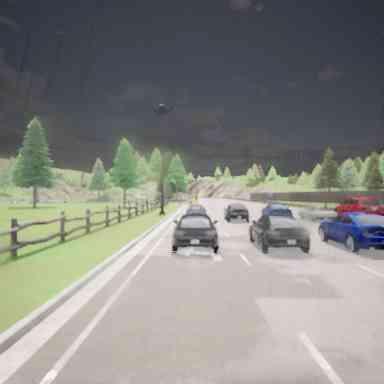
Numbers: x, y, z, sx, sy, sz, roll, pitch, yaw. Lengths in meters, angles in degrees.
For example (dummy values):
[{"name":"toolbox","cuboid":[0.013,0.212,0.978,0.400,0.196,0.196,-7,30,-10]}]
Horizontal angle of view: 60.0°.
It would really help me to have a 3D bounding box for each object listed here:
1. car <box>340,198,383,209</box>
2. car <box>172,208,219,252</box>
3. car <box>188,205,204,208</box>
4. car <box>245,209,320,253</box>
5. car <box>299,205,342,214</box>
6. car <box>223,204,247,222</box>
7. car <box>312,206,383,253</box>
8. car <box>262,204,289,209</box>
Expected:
[{"name":"car","cuboid":[14.374,1.502,28.838,2.150,2.045,5.566,0,0,1]},{"name":"car","cuboid":[0.158,1.663,14.416,1.812,1.442,4.674,0,0,1]},{"name":"car","cuboid":[0.374,1.823,29.019,2.033,1.411,5.357,0,-1,1]},{"name":"car","cuboid":[3.657,1.666,14.357,1.812,1.442,4.674,0,0,1]},{"name":"car","cuboid":[10.876,1.885,28.978,1.895,1.301,4.718,0,-1,1]},{"name":"car","cuboid":[3.882,1.789,29.279,1.837,1.490,4.892,0,0,1]},{"name":"car","cuboid":[7.159,1.621,14.418,1.882,1.535,5.008,0,0,1]},{"name":"car","cuboid":[7.386,1.763,29.410,1.882,1.535,5.008,0,0,1]}]
